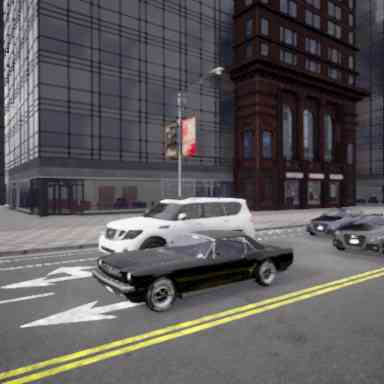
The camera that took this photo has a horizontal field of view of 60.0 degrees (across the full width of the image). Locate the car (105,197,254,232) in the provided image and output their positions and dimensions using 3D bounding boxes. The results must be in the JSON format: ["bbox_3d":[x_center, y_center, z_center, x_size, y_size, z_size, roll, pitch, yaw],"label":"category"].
[{"bbox_3d":[-0.270,1.222,11.480,5.566,2.045,2.150,0,0,-36],"label":"car"}]

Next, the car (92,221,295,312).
[{"bbox_3d":[0.195,1.601,7.817,4.718,1.301,1.895,0,0,-35],"label":"car"}]

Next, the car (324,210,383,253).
[{"bbox_3d":[7.348,1.565,12.926,4.181,1.385,1.994,0,0,-36],"label":"car"}]

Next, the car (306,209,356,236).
[{"bbox_3d":[7.848,1.565,17.265,4.181,1.385,1.994,0,0,-35],"label":"car"}]
